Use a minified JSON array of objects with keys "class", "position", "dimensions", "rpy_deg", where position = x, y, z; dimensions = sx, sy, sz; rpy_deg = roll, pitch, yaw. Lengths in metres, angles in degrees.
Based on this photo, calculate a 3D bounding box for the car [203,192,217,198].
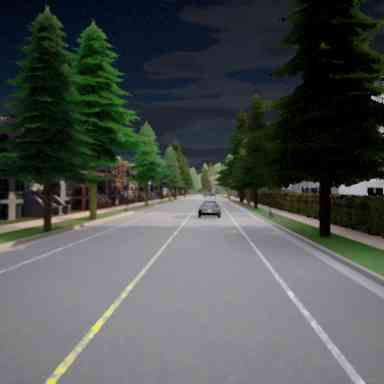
[{"class":"car","position":[3.302,1.141,61.081],"dimensions":[2.150,2.045,5.566],"rpy_deg":[0,-1,3]}]

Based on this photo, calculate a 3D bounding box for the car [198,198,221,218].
[{"class":"car","position":[1.545,1.513,29.244],"dimensions":[1.994,1.385,4.181],"rpy_deg":[0,0,3]}]
